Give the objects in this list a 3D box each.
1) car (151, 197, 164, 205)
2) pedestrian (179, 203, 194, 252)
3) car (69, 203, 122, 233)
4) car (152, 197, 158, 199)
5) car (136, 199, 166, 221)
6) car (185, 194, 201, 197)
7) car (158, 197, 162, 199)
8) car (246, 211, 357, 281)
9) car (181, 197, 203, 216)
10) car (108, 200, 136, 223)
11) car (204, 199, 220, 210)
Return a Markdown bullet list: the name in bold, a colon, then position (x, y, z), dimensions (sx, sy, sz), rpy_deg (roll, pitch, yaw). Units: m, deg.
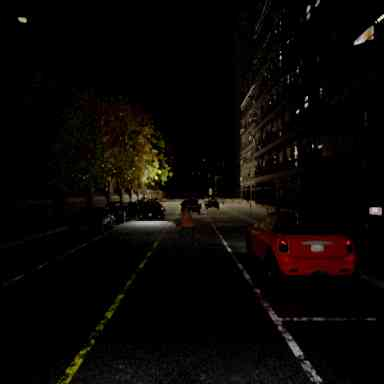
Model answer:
- **car**: position (-6.040, 1.558, 58.487), dimensions (1.887, 1.381, 4.507), rpy_deg (0, 0, 0)
- **pedestrian**: position (-0.209, 1.291, 12.526), dimensions (0.375, 1.860, 0.375), rpy_deg (0, 0, -5)
- **car**: position (-5.763, 1.565, 19.718), dimensions (1.947, 1.339, 4.313), rpy_deg (0, 0, 0)
- **car**: position (-5.847, 1.445, 41.873), dimensions (1.967, 1.590, 4.097), rpy_deg (0, 0, 0)
- **car**: position (-3.205, 1.564, 27.525), dimensions (1.994, 1.385, 4.181), rpy_deg (0, 0, 0)
- **car**: position (-0.115, 1.229, 47.069), dimensions (2.150, 2.045, 5.566), rpy_deg (0, 0, 1)
- **car**: position (-5.967, 1.561, 52.948), dimensions (2.008, 1.369, 4.403), rpy_deg (0, 0, 0)
- **car**: position (2.961, 1.350, 10.004), dimensions (2.097, 1.767, 4.553), rpy_deg (0, 0, 0)
- **car**: position (-0.049, 1.505, 33.047), dimensions (1.837, 1.490, 4.892), rpy_deg (0, 0, 0)
- **car**: position (-5.784, 1.440, 25.256), dimensions (1.967, 1.590, 4.097), rpy_deg (0, 0, 0)
- **car**: position (2.532, 1.556, 41.906), dimensions (2.008, 1.369, 4.403), rpy_deg (0, 0, 0)
